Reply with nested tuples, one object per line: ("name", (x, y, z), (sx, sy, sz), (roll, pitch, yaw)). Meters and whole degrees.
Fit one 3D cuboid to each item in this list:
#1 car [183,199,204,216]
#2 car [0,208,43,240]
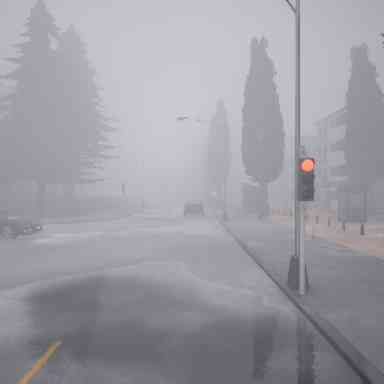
("car", (0.144, 1.477, 33.189), (1.882, 1.535, 5.008), (0, 0, -1))
("car", (-9.933, 1.505, 16.467), (4.892, 1.490, 1.837), (0, 0, 4))
